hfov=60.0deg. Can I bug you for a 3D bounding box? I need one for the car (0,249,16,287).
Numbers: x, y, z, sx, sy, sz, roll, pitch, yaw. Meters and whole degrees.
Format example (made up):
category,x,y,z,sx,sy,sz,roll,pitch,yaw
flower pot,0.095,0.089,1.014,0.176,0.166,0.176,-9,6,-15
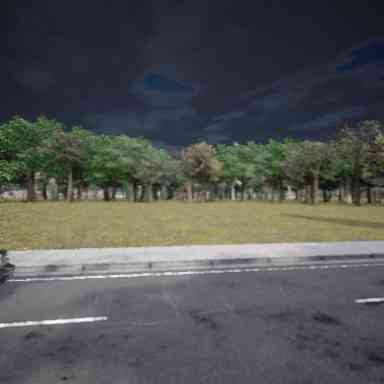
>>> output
category,x,y,z,sx,sy,sz,roll,pitch,yaw
car,-6.689,1.603,6.802,5.357,1.411,2.033,0,-1,-12
